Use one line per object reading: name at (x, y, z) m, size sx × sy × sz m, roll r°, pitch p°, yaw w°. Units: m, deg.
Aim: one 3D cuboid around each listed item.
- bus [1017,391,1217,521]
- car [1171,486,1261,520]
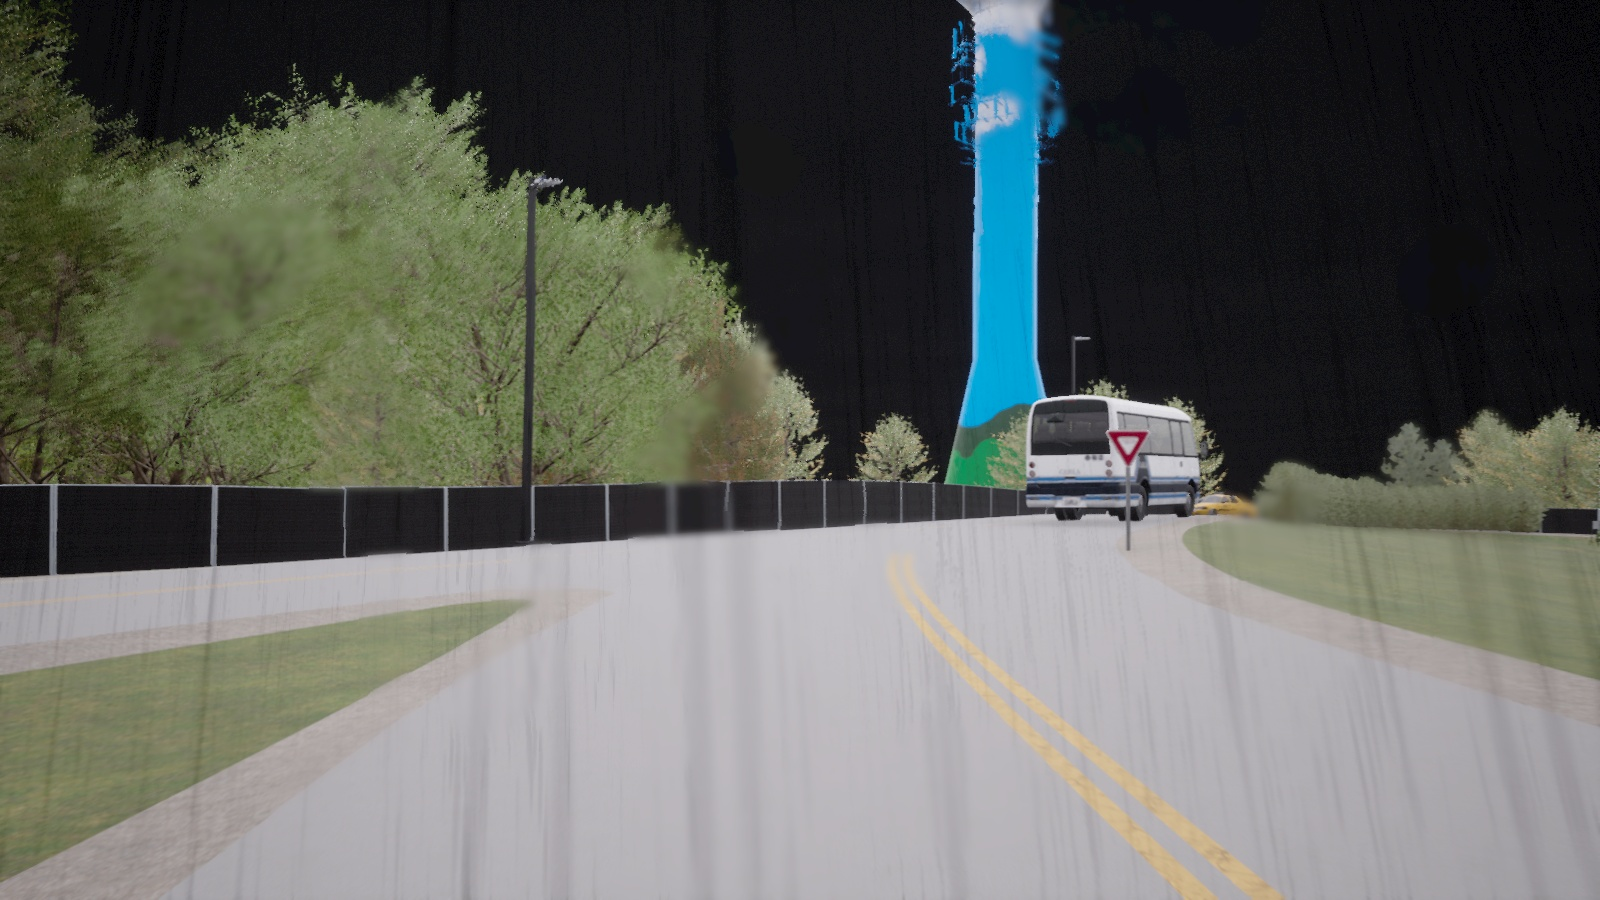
bus at (11.928, 0.331, 46.239) m, size 3.944 × 4.253 × 10.273 m, roll -2°, pitch -2°, yaw 33°
car at (21.491, 2.779, 64.721) m, size 5.366 × 1.575 × 1.801 m, roll 4°, pitch -5°, yaw -39°
